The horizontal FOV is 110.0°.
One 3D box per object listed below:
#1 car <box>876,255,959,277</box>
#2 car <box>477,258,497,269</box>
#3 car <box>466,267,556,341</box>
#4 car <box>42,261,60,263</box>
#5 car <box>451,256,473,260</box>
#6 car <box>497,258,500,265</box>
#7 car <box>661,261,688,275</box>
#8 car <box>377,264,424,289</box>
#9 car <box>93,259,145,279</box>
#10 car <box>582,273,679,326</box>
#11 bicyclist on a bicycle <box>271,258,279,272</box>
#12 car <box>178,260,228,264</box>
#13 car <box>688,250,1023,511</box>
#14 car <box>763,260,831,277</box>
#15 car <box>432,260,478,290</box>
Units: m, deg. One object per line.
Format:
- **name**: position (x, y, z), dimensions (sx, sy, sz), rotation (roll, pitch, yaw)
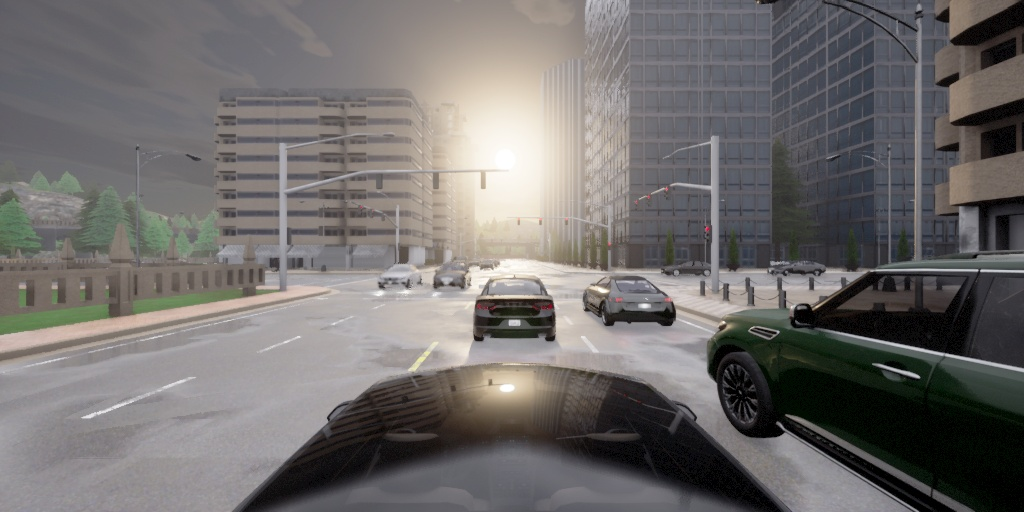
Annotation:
- **car**: position (38.948, 0.914, 34.522), dimensions (5.566, 2.045, 2.150), rotation (0, 0, 0)
- **car**: position (-3.612, 1.252, 52.969), dimensions (1.837, 1.490, 4.892), rotation (0, 0, 0)
- **car**: position (0.066, 1.227, 9.864), dimensions (1.882, 1.535, 5.008), rotation (0, 0, 0)
- **car**: position (-42.057, 1.218, 32.873), dimensions (4.674, 1.442, 1.812), rotation (0, 0, 29)
- **car**: position (-7.114, 0.969, 49.599), dimensions (2.150, 2.045, 5.566), rotation (0, 0, 0)
- **car**: position (-3.583, 1.238, 63.852), dimensions (2.128, 1.511, 4.902), rotation (0, 0, 0)
- **car**: position (16.965, 1.197, 34.648), dimensions (4.892, 1.490, 1.837), rotation (0, 0, 0)
- **car**: position (-7.096, 1.263, 23.180), dimensions (1.812, 1.442, 4.674), rotation (0, 0, 0)
- **car**: position (-32.685, 1.219, 29.191), dimensions (4.674, 1.442, 1.812), rotation (0, 0, 15)
- **car**: position (3.575, 1.313, 11.643), dimensions (1.994, 1.385, 4.181), rotation (0, 0, 0)
- **bicyclist on a bicycle**: position (-26.094, 0.993, 39.820), dimensions (0.582, 1.620, 1.656), rotation (0, 0, 7)
- **car**: position (-22.886, 1.219, 27.895), dimensions (4.674, 1.442, 1.812), rotation (0, 0, 4)
- **car**: position (3.601, 0.971, 2.288), dimensions (2.150, 2.045, 5.566), rotation (0, 0, 0)
- **car**: position (27.380, 1.184, 34.589), dimensions (4.902, 1.511, 2.128), rotation (0, 0, 0)
- **car**: position (-3.610, 1.219, 22.238), dimensions (2.128, 1.511, 4.902), rotation (0, 0, 0)
